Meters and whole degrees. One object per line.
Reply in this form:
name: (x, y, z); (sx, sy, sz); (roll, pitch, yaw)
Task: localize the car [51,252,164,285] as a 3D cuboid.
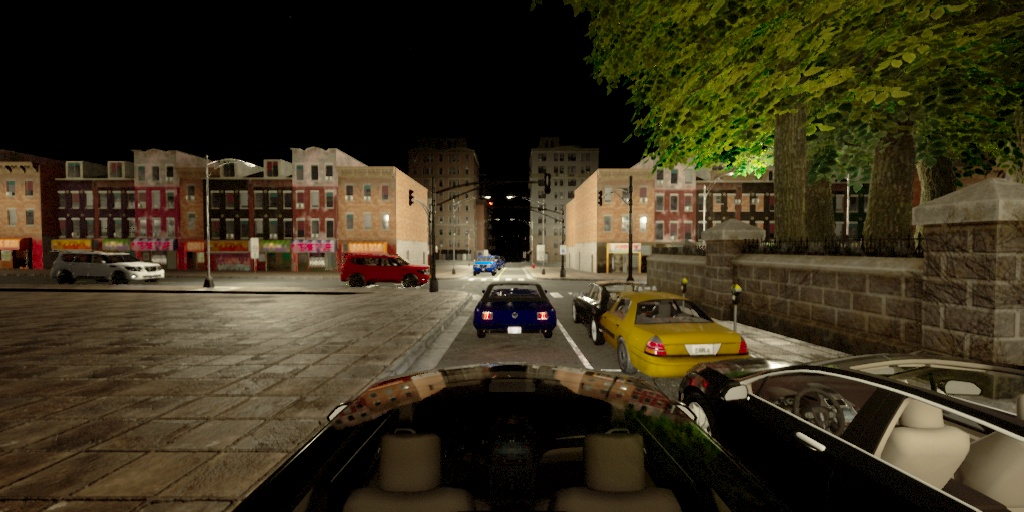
car: (-25.605, 0.768, 22.785); (5.566, 2.045, 2.150); (1, 1, 0)

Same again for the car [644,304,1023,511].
car: (2.637, 1.300, 2.169); (2.007, 1.370, 4.403); (0, 0, 0)

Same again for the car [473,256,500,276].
car: (-2.749, 0.972, 37.284); (2.150, 2.045, 5.566); (0, 0, 0)

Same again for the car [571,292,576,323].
car: (2.661, 1.297, 9.304); (2.007, 1.370, 4.403); (0, 0, 0)

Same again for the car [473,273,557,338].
car: (0.075, 1.347, 10.109); (1.895, 1.301, 4.718); (0, 0, 0)

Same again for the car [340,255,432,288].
car: (-7.901, 0.955, 22.746); (5.566, 2.045, 2.150); (0, 1, 0)

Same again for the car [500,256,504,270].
car: (-2.639, 0.974, 49.437); (2.150, 2.045, 5.566); (0, 1, 1)

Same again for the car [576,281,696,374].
car: (2.686, 1.272, 7.330); (1.751, 1.417, 4.829); (0, 0, 0)
